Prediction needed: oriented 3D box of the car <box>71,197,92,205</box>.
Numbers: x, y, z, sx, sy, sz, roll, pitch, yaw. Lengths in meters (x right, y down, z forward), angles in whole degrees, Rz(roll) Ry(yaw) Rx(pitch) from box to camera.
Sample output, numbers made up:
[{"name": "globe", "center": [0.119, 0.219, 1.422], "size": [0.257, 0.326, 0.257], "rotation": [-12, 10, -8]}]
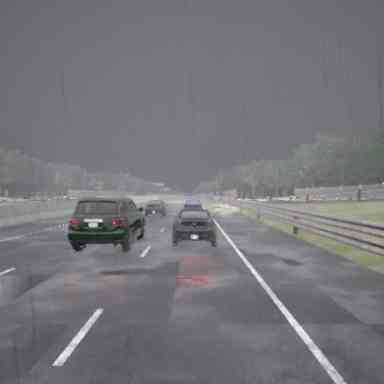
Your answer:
[{"name": "car", "center": [-20.998, 1.678, 63.426], "size": [2.033, 1.411, 5.357], "rotation": [0, 0, 0]}]

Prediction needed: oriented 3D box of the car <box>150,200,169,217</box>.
[{"name": "car", "center": [-3.397, 1.544, 32.084], "size": [1.837, 1.490, 4.892], "rotation": [0, 0, 0]}]

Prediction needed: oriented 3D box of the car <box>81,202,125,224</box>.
[{"name": "car", "center": [-6.898, 1.575, 26.424], "size": [2.033, 1.411, 5.357], "rotation": [0, 0, 0]}]

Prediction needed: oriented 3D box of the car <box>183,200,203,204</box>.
[{"name": "car", "center": [0.103, 1.520, 33.615], "size": [1.882, 1.535, 5.008], "rotation": [0, 0, 0]}]

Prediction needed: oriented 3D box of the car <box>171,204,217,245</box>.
[{"name": "car", "center": [0.102, 1.516, 15.447], "size": [1.837, 1.490, 4.892], "rotation": [0, 0, 0]}]

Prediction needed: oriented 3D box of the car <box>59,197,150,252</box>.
[{"name": "car", "center": [-3.387, 1.232, 14.168], "size": [2.150, 2.045, 5.566], "rotation": [0, 0, 0]}]

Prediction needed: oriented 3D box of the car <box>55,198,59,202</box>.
[{"name": "car", "center": [-24.499, 1.689, 63.420], "size": [1.994, 1.385, 4.181], "rotation": [0, 0, 0]}]
